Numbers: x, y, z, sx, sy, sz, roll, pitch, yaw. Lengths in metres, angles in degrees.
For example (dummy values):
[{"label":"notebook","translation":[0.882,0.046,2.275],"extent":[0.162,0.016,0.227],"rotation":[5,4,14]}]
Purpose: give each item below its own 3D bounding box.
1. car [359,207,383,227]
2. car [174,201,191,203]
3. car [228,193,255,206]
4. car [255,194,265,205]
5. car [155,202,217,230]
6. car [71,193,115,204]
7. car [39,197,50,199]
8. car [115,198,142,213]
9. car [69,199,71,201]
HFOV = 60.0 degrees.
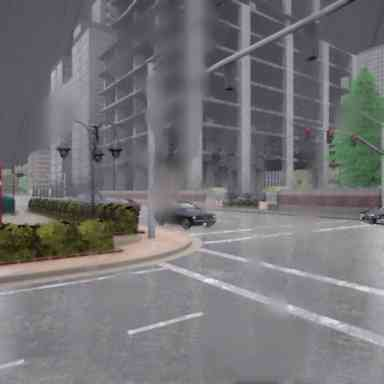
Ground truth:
[{"label":"car","translation":[13.780,1.490,21.965],"extent":[4.902,1.511,2.128],"rotation":[0,1,8]},{"label":"car","translation":[-0.738,1.473,27.266],"extent":[1.812,1.442,4.674],"rotation":[0,0,-36]},{"label":"car","translation":[7.190,1.120,50.701],"extent":[1.905,1.878,3.866],"rotation":[0,0,-36]},{"label":"car","translation":[9.580,1.121,52.415],"extent":[1.905,1.878,3.866],"rotation":[0,0,-36]},{"label":"car","translation":[-0.546,1.548,21.044],"extent":[1.895,1.301,4.718],"rotation":[0,0,-36]},{"label":"car","translation":[-10.414,1.168,34.640],"extent":[2.150,2.045,5.566],"rotation":[0,0,-36]},{"label":"car","translation":[-23.443,1.494,52.758],"extent":[2.033,1.411,5.357],"rotation":[0,0,-36]},{"label":"car","translation":[-7.238,1.425,36.228],"extent":[1.882,1.535,5.008],"rotation":[0,0,-36]},{"label":"car","translation":[-17.047,1.495,49.809],"extent":[2.033,1.411,5.357],"rotation":[0,0,-35]}]
